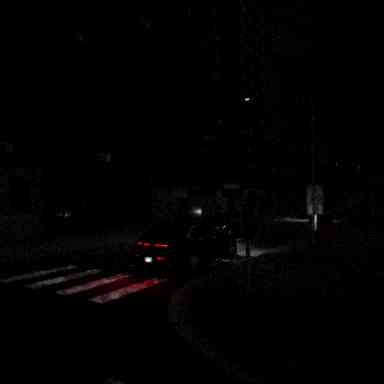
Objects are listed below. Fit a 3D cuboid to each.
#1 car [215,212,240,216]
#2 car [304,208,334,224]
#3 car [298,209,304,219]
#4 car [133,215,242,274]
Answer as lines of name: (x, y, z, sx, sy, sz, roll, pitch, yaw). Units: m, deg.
car: (2.238, 2.066, 21.430, 1.837, 1.490, 4.892, -1, -2, 31)
car: (13.564, 2.517, 34.798, 2.128, 1.511, 4.902, -1, -2, 31)
car: (15.328, 2.796, 43.442, 1.812, 1.442, 4.674, -1, -2, 31)
car: (-0.039, 1.784, 11.780, 1.837, 1.490, 4.892, -1, -2, 31)
